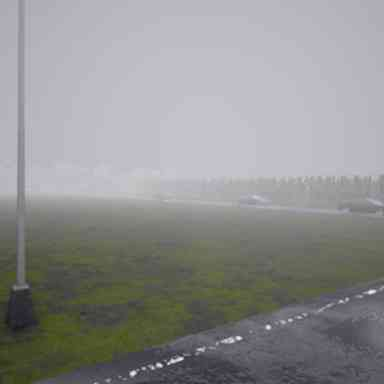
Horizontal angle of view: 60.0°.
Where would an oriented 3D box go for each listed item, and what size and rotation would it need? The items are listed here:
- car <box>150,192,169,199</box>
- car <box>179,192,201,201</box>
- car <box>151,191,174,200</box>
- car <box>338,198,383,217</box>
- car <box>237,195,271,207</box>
[{"bbox_3d":[-6.455,0.690,65.828,1.994,1.385,4.181,1,1,-36],"label":"car"},{"bbox_3d":[-0.426,0.795,57.519,2.128,1.511,4.902,1,1,-35],"label":"car"},{"bbox_3d":[-5.022,0.551,59.111,2.097,1.767,4.553,1,1,-36],"label":"car"},{"bbox_3d":[15.769,1.307,29.921,1.882,1.535,5.008,1,1,-34],"label":"car"},{"bbox_3d":[7.610,1.106,41.356,1.812,1.442,4.674,1,1,-36],"label":"car"}]
